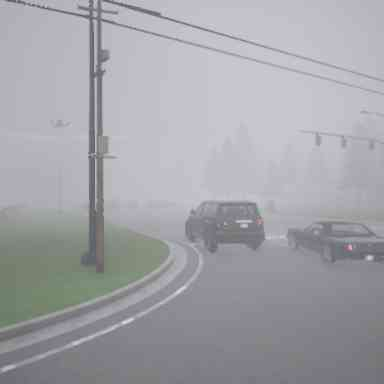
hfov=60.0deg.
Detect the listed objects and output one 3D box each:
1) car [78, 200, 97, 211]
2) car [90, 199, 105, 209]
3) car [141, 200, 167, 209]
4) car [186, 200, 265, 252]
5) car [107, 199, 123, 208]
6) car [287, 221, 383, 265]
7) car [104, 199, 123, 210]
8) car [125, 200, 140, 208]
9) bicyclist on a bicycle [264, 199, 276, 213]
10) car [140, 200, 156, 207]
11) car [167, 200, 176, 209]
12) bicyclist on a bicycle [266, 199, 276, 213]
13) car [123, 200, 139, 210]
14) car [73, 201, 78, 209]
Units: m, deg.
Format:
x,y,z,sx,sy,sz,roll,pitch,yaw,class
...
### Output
x,y,z,sx,sy,sz,roll,pitch,yaw,class
-16.736,2.250,53.954,1.882,1.535,5.008,0,-1,-26,car
-18.564,2.273,65.404,2.097,1.767,4.553,0,-1,-26,car
-6.720,2.220,57.387,2.128,1.511,4.902,0,-1,-26,car
1.292,1.391,15.040,2.150,2.045,5.566,0,-1,-14,car
-15.680,2.276,67.476,2.097,1.767,4.553,0,-1,-26,car
5.136,1.706,12.189,1.895,1.301,4.718,0,-1,-5,car
-13.655,2.259,55.626,2.128,1.511,4.902,0,-1,-26,car
-12.346,2.432,68.624,1.812,1.442,4.674,0,-1,-26,car
9.683,1.710,41.236,1.656,1.620,0.582,0,-1,-39,bicyclist on a bicycle
-9.323,2.428,70.409,1.812,1.442,4.674,0,-1,-26,car
-4.490,2.257,60.781,1.837,1.490,4.892,0,-1,-26,car
9.743,1.703,40.675,1.656,1.620,0.582,0,-1,-36,bicyclist on a bicycle
-10.918,2.278,57.995,1.837,1.490,4.892,0,0,-26,car
-21.852,2.481,64.163,2.033,1.411,5.357,0,-1,-26,car
